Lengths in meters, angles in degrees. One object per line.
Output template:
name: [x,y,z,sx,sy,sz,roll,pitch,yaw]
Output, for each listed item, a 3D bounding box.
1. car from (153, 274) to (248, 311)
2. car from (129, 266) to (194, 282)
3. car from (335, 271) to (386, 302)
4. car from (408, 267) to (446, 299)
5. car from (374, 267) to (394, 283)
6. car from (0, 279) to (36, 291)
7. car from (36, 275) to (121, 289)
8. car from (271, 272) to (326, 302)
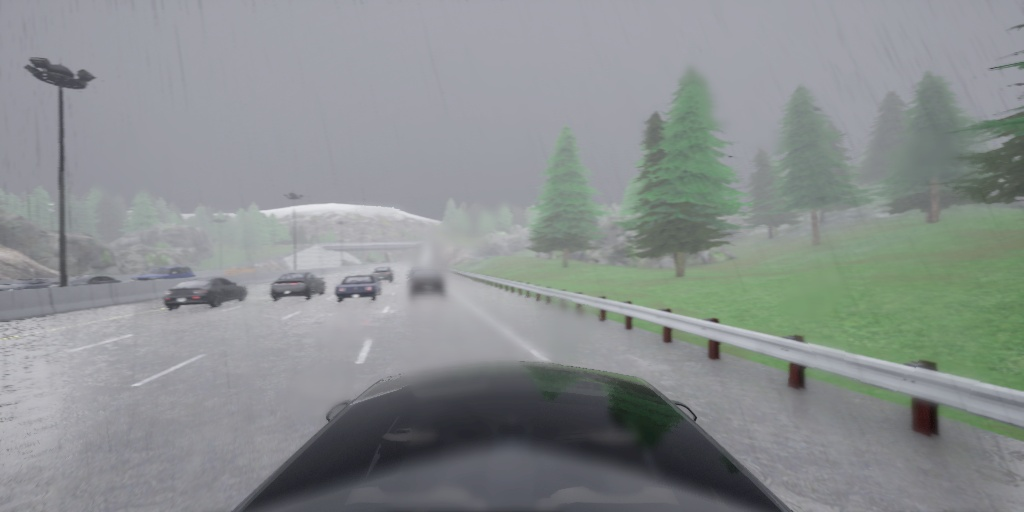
car: [-15.035,1.779,17.835,1.812,1.442,4.674,-1,-1,-16]
car: [-29.747,1.944,30.734,2.150,2.045,5.566,-1,-1,-15]
car: [-8.321,1.708,19.821,1.895,1.301,4.718,-1,0,-16]
car: [-4.875,1.507,20.476,1.882,1.535,5.008,-1,0,-16]
car: [-12.695,1.839,35.336,2.128,1.511,4.902,-1,0,-16]
car: [-35.800,2.394,26.383,1.994,1.385,4.181,-1,-1,-15]
car: [-32.427,2.263,27.312,1.837,1.490,4.892,-1,-1,-15]
car: [-12.229,1.703,20.776,2.128,1.511,4.902,-1,0,-16]
